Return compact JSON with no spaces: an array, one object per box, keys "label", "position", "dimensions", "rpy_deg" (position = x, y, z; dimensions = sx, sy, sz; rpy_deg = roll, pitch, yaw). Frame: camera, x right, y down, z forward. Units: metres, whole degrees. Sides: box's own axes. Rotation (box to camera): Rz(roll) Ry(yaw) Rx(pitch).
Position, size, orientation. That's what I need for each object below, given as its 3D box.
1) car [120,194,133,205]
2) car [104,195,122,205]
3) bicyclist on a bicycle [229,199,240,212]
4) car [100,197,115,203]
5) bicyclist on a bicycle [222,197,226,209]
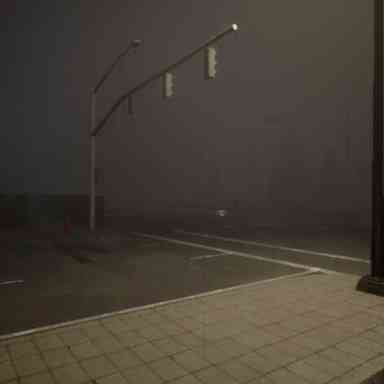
[{"label":"car","position":[-13.991,1.490,67.901],"dimensions":[2.150,2.045,5.566],"rpy_deg":[1,0,-35]},{"label":"car","position":[-15.948,1.798,64.660],"dimensions":[1.994,1.385,4.181],"rpy_deg":[1,0,-35]},{"label":"bicyclist on a bicycle","position":[5.564,1.732,43.108],"dimensions":[1.656,1.620,0.582],"rpy_deg":[0,0,-23]},{"label":"car","position":[-19.096,1.792,75.295],"dimensions":[1.812,1.442,4.674],"rpy_deg":[1,0,-35]},{"label":"bicyclist on a bicycle","position":[4.572,1.599,48.018],"dimensions":[0.582,1.620,1.656],"rpy_deg":[0,0,21]}]
